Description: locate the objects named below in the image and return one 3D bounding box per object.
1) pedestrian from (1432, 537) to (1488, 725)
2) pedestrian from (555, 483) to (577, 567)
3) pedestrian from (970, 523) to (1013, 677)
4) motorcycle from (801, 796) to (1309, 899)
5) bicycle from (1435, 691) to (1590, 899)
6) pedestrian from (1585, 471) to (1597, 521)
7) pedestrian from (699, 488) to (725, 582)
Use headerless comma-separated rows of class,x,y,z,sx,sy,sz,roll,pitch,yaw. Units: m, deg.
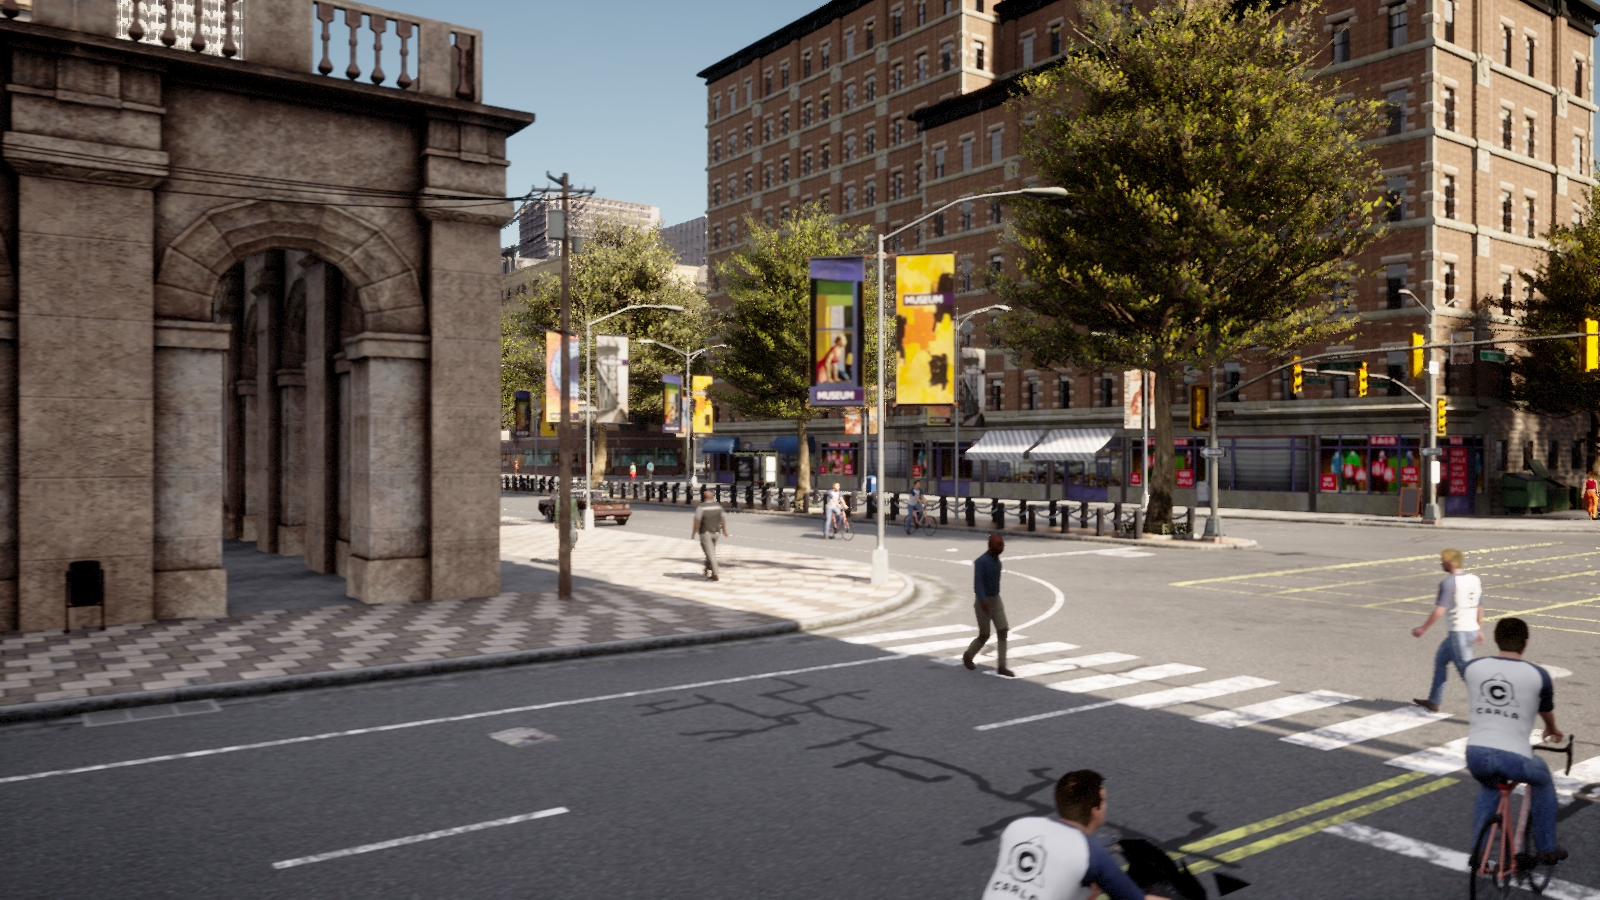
pedestrian,6.821,1.853,11.814,0.375,1.860,0.375,0,0,-33
pedestrian,-5.331,1.701,26.050,0.375,1.860,0.375,0,0,-32
pedestrian,2.395,1.853,14.273,0.375,1.860,0.375,0,0,-35
motorcycle,1.064,2.215,4.508,2.033,1.145,0.803,0,0,-35
bicycle,4.366,2.209,6.956,1.643,1.196,0.373,1,0,-43
pedestrian,29.509,1.714,42.625,0.375,1.860,0.375,0,0,34
pedestrian,-1.776,1.701,23.052,0.375,1.860,0.375,0,0,-32
